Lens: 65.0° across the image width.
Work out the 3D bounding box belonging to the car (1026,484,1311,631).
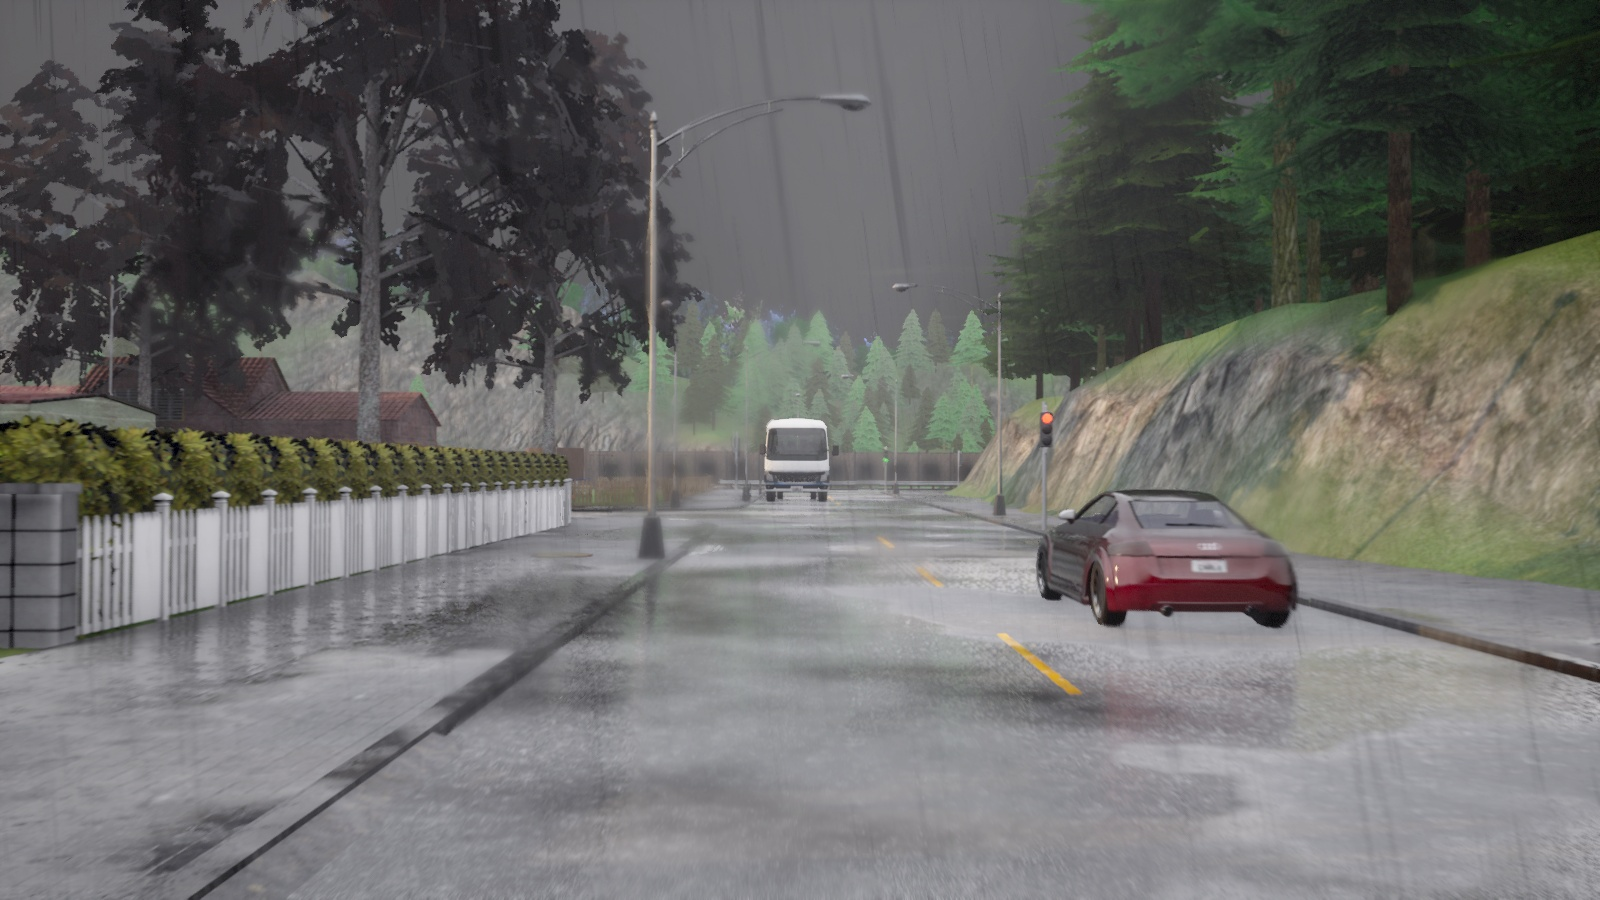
[{"bbox_3d":[3.968,1.102,14.326,1.994,1.385,4.181,0,-1,0],"label":"car"}]

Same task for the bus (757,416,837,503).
[{"bbox_3d":[-0.160,0.559,66.942,3.944,4.253,10.273,0,-1,0],"label":"bus"}]
